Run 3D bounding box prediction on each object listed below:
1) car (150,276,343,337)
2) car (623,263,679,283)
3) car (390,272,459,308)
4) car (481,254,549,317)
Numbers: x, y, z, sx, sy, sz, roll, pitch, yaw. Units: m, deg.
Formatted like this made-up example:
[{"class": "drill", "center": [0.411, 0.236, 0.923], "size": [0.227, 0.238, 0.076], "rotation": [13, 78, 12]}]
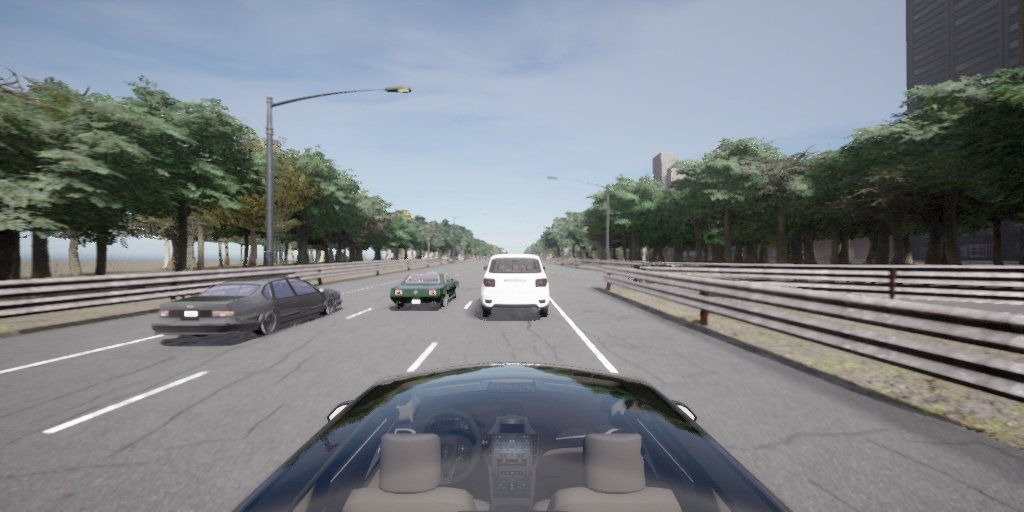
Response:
[{"class": "car", "center": [-6.903, 1.284, 10.221], "size": [2.033, 1.411, 5.357], "rotation": [0, 0, 0]}, {"class": "car", "center": [10.219, 1.202, 26.683], "size": [1.812, 1.442, 4.674], "rotation": [0, 0, -21]}, {"class": "car", "center": [-3.400, 1.319, 14.949], "size": [1.895, 1.301, 4.718], "rotation": [0, 0, 0]}, {"class": "car", "center": [0.099, 0.948, 13.289], "size": [2.150, 2.045, 5.566], "rotation": [0, 0, 0]}]
